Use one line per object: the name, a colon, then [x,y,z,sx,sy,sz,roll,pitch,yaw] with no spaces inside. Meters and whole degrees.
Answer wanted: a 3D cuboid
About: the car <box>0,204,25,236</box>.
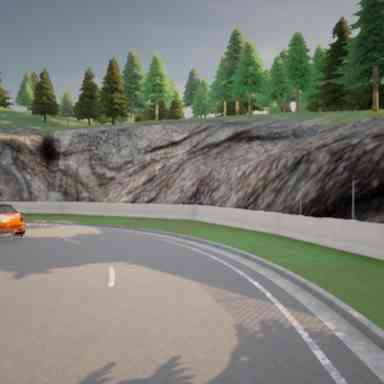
car: [-10.690,1.371,16.991,4.553,1.767,2.097,0,0,31]
